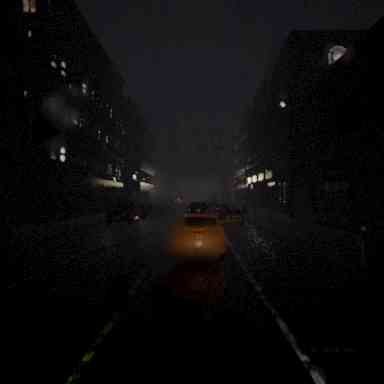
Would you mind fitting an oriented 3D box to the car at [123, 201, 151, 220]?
[{"bbox_3d":[-5.187,1.743,31.858,1.967,1.590,4.097,0,-1,1],"label":"car"}]

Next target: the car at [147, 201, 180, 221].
[{"bbox_3d":[-2.578,1.851,30.783,2.033,1.411,5.357,0,-1,1],"label":"car"}]

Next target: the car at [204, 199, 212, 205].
[{"bbox_3d":[4.027,2.380,82.602,1.752,1.417,4.829,0,-1,1],"label":"car"}]

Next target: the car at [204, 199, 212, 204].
[{"bbox_3d":[4.115,2.475,88.067,1.947,1.339,4.313,0,-1,1],"label":"car"}]

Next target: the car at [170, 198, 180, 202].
[{"bbox_3d":[-4.449,2.311,76.938,2.008,1.369,4.403,0,-1,1],"label":"car"}]

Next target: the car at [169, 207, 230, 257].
[{"bbox_3d":[0.307,1.621,13.748,1.882,1.535,5.008,0,-1,1],"label":"car"}]

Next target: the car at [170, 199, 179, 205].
[{"bbox_3d":[-4.357,2.367,82.574,2.008,1.369,4.403,0,-1,1],"label":"car"}]

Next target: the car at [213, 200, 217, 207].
[{"bbox_3d":[3.284,1.941,37.351,1.887,1.381,4.507,0,-1,1],"label":"car"}]

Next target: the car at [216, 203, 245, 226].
[{"bbox_3d":[3.102,1.809,26.251,1.752,1.417,4.829,0,-1,1],"label":"car"}]

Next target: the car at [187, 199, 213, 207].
[{"bbox_3d":[0.584,1.669,30.688,2.097,1.767,4.553,0,-1,1],"label":"car"}]

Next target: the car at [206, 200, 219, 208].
[{"bbox_3d":[3.654,2.177,59.891,2.008,1.369,4.403,0,-1,1],"label":"car"}]

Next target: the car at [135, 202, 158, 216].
[{"bbox_3d":[-5.095,1.905,37.493,1.887,1.381,4.507,0,-1,1],"label":"car"}]

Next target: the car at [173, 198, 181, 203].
[{"bbox_3d":[-4.172,2.474,93.844,1.887,1.381,4.507,0,-1,1],"label":"car"}]

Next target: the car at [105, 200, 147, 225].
[{"bbox_3d":[-5.278,1.560,26.225,2.192,1.841,5.009,0,-1,1],"label":"car"}]
